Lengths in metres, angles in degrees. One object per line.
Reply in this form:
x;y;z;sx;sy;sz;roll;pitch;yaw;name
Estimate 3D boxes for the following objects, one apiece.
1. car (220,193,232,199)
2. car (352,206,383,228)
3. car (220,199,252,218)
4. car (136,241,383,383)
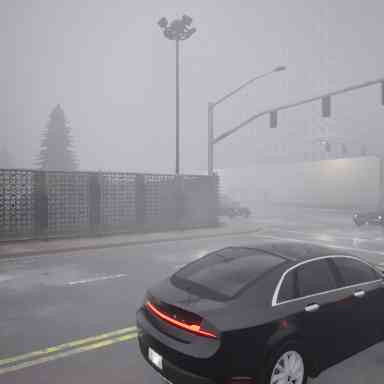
2.811;1.167;35.621;2.150;2.045;5.566;0;0;-35;car
12.337;1.568;21.331;4.718;1.301;1.895;0;0;-35;car
3.016;1.545;29.222;1.895;1.301;4.718;0;0;-34;car
1.592;1.505;4.919;4.892;1.490;1.837;0;0;-35;car
